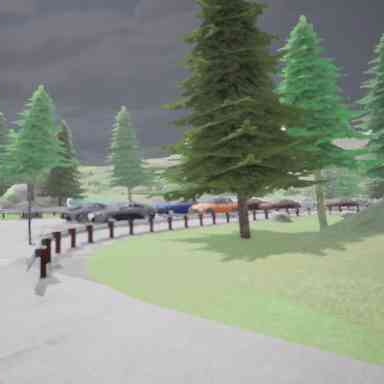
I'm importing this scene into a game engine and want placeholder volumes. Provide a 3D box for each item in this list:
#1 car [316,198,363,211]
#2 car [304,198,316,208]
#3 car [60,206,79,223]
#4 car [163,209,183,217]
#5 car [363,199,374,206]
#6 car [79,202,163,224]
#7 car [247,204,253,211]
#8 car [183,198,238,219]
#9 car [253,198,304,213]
[{"bbox_3d":[17.711,1.429,39.938,5.008,1.535,1.882,0,0,-28],"label":"car"},{"bbox_3d":[13.814,1.461,41.822,4.674,1.442,1.812,0,0,-29],"label":"car"},{"bbox_3d":[-7.514,1.480,24.693,1.994,1.385,4.181,0,0,43],"label":"car"},{"bbox_3d":[-1.221,1.396,30.929,5.008,1.535,1.882,0,0,-41],"label":"car"},{"bbox_3d":[22.842,1.552,46.278,4.718,1.301,1.895,0,0,-23],"label":"car"},{"bbox_3d":[-4.712,1.421,22.560,2.128,1.511,4.902,0,0,43],"label":"car"},{"bbox_3d":[6.074,1.403,36.818,5.008,1.535,1.882,0,0,-35],"label":"car"},{"bbox_3d":[1.833,1.284,28.947,4.553,1.767,2.097,0,0,-41],"label":"car"},{"bbox_3d":[9.072,1.417,34.658,5.008,1.535,1.882,0,0,-35],"label":"car"}]
